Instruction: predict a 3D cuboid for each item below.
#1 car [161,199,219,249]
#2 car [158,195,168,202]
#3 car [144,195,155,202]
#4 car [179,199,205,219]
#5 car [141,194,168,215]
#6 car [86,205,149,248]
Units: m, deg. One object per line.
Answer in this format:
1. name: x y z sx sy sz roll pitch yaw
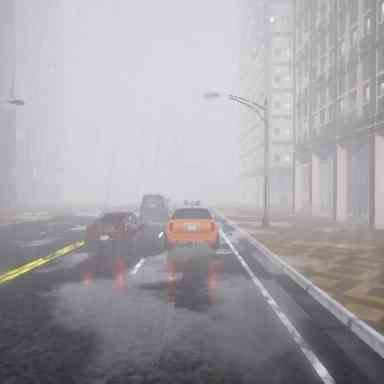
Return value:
1. car: 0.000 1.358 14.623 2.097 1.767 4.553 0 0 0
2. car: -6.500 1.351 75.947 1.837 1.490 4.892 0 0 0
3. car: -9.750 1.350 75.947 1.837 1.490 4.892 0 0 0
4. car: 0.000 1.476 29.654 2.128 1.511 4.902 0 0 0
5. car: -3.250 1.238 29.683 2.150 2.045 5.566 0 0 0
6. car: -3.250 1.525 14.653 1.812 1.442 4.674 0 0 0
